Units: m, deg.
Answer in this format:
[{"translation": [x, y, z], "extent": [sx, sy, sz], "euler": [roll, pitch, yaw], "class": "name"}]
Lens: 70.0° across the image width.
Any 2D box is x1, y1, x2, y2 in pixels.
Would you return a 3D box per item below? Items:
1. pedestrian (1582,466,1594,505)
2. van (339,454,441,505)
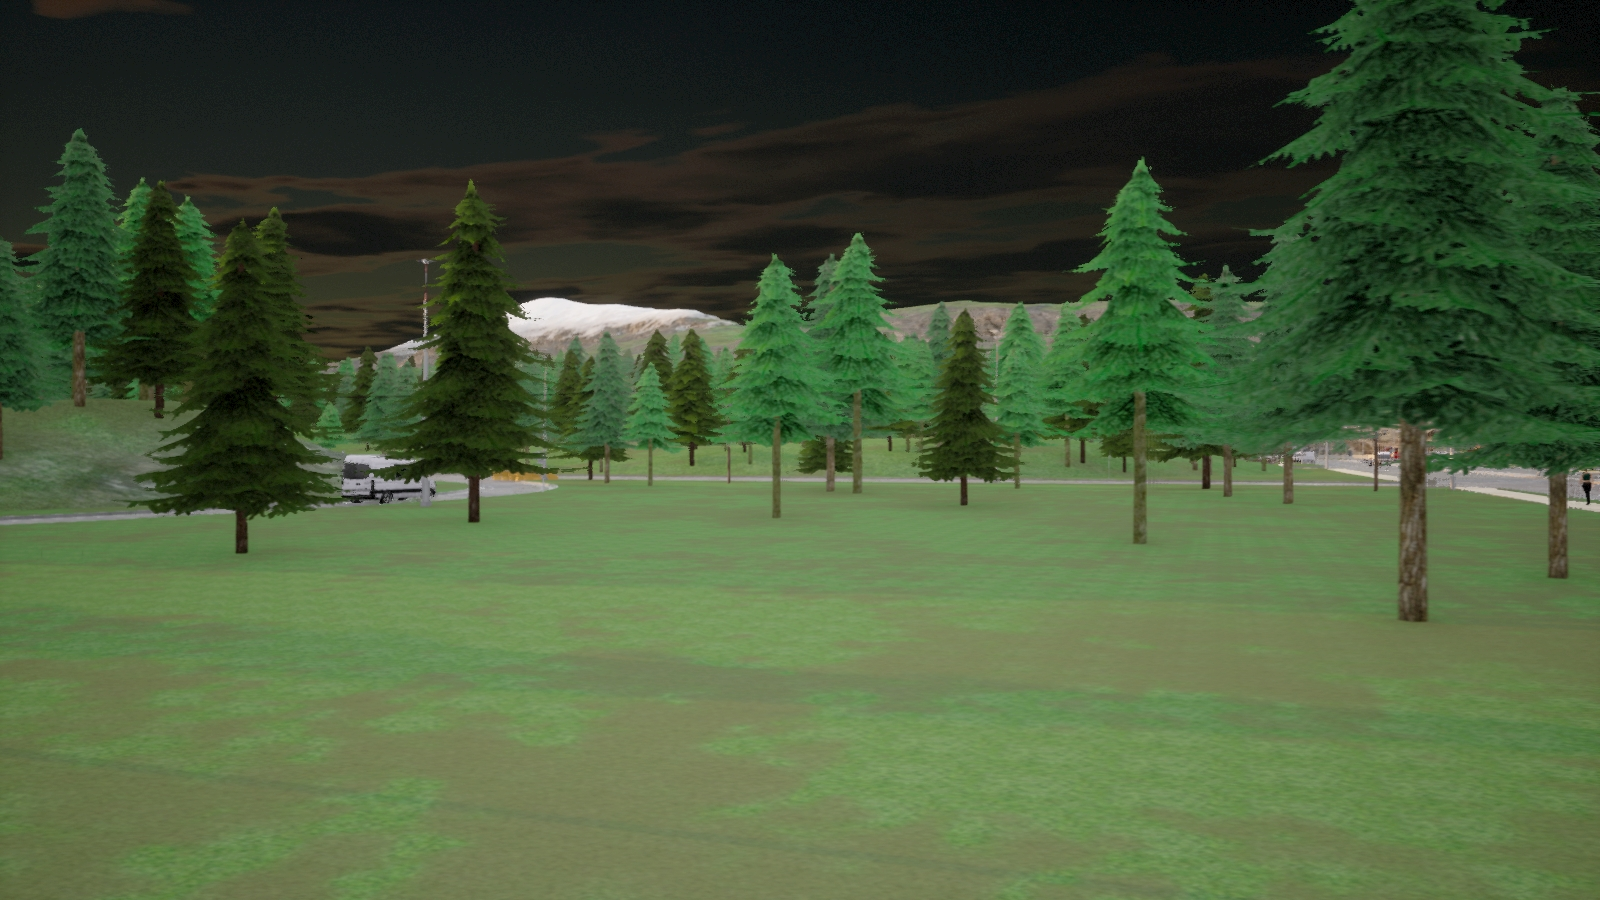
[{"translation": [37.739, 1.701, 54.735], "extent": [0.375, 1.860, 0.375], "euler": [0, 0, 20], "class": "pedestrian"}, {"translation": [-21.758, 1.521, 60.971], "extent": [1.988, 2.561, 5.915], "euler": [0, 0, 17], "class": "van"}]
